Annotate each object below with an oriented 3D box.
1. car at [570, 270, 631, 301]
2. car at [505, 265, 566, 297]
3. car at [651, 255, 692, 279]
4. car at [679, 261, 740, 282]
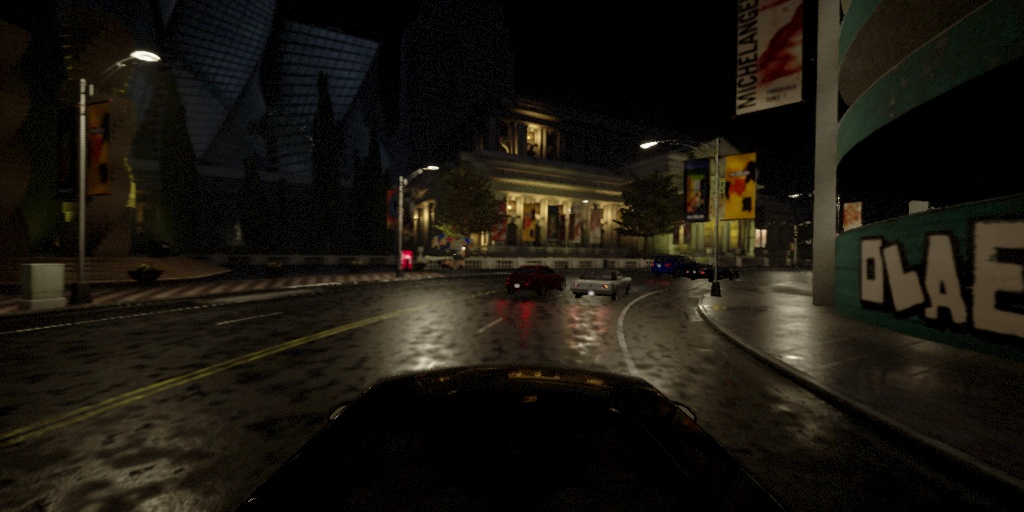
[{"bbox_3d":[4.455,1.314,17.301,1.895,1.301,4.718,1,0,29],"label":"car"},{"bbox_3d":[1.274,1.185,18.491,1.812,1.442,4.674,1,0,27],"label":"car"},{"bbox_3d":[15.277,0.989,33.015,5.566,2.045,2.150,1,0,-31],"label":"car"},{"bbox_3d":[16.696,1.356,29.867,5.357,1.411,2.033,1,0,-31],"label":"car"}]
